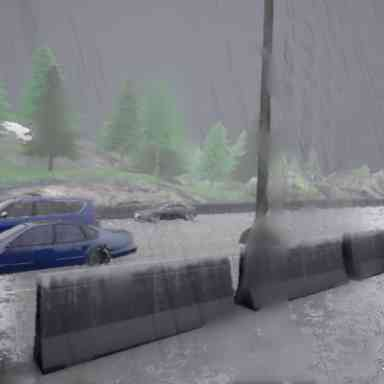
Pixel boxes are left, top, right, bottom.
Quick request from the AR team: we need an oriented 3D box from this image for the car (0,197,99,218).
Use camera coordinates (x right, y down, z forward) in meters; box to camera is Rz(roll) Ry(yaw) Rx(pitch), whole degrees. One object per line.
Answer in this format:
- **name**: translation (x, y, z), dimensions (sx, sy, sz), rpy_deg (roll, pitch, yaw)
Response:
- **car**: translation (-6.218, 1.220, 12.457), dimensions (5.566, 2.045, 2.150), rpy_deg (0, 0, -36)

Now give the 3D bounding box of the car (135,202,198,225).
- **car**: translation (-1.833, 1.478, 24.180), dimensions (4.902, 1.511, 2.128), rpy_deg (0, 0, -35)

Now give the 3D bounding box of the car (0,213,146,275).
- **car**: translation (-4.260, 1.546, 9.555), dimensions (5.357, 1.411, 2.033), rpy_deg (0, 0, -36)

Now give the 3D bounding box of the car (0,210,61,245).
- **car**: translation (-8.643, 1.601, 15.026), dimensions (4.718, 1.301, 1.895), rpy_deg (0, 0, -36)
